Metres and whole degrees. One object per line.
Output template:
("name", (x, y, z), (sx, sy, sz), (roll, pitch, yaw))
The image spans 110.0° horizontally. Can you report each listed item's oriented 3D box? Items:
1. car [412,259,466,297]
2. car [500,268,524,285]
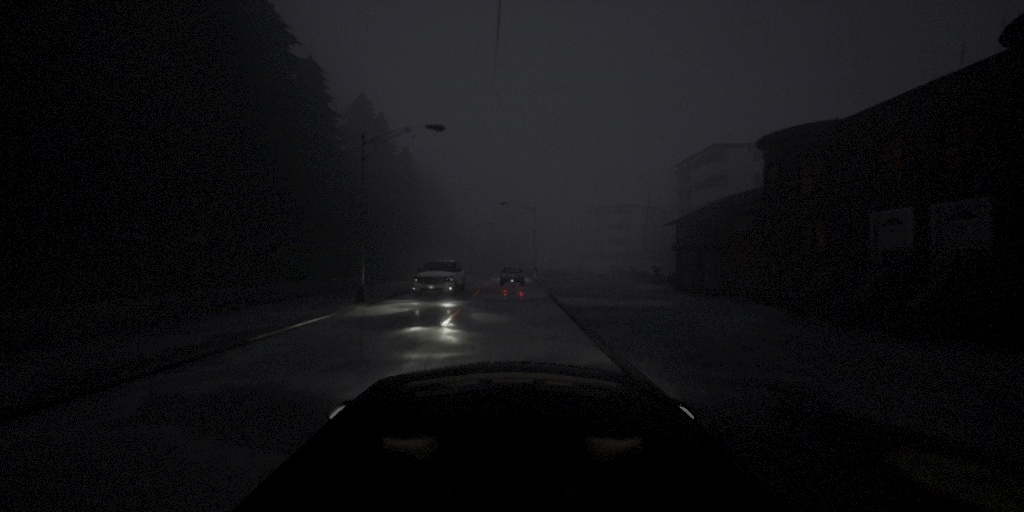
("car", (-3.982, 1.203, 20.472), (2.150, 2.045, 5.566), (0, -1, 0))
("car", (0.027, 1.604, 29.347), (1.895, 1.301, 4.718), (0, -1, 0))
